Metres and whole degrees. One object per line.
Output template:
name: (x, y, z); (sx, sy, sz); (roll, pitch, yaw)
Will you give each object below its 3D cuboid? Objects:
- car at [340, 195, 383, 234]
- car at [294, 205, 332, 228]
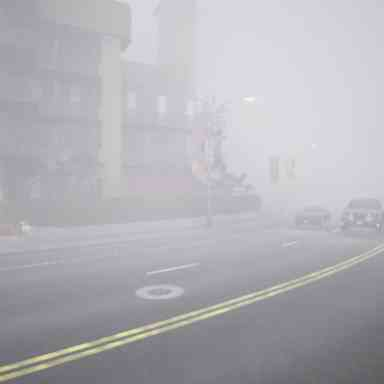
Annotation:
car: (11.028, 1.422, 21.179); (2.150, 2.045, 5.566); (0, -1, 34)
car: (9.019, 1.727, 24.549); (1.882, 1.535, 5.008); (-1, -1, 32)
